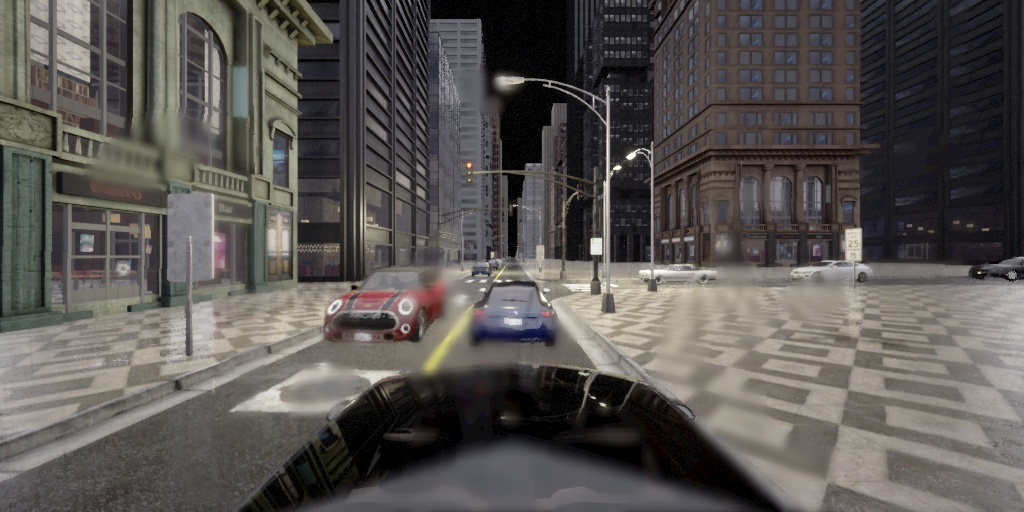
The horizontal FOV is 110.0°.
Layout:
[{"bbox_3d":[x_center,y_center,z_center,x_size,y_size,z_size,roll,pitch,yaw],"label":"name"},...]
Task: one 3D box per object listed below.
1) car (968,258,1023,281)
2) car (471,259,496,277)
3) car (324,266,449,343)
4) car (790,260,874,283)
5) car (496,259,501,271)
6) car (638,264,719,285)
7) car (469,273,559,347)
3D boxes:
[{"bbox_3d":[33.595,0.854,23.896,4.892,1.490,1.837,0,0,0],"label":"car"},{"bbox_3d":[-2.988,1.299,36.363,2.033,1.411,5.357,0,0,0],"label":"car"},{"bbox_3d":[-3.074,1.102,9.701,2.097,1.767,4.553,0,0,0],"label":"car"},{"bbox_3d":[21.306,1.009,23.941,4.674,1.442,1.812,-1,0,0],"label":"car"},{"bbox_3d":[-2.935,1.234,50.647,1.882,1.535,5.008,0,0,0],"label":"car"},{"bbox_3d":[10.970,1.205,23.969,4.718,1.301,1.895,-1,0,0],"label":"car"},{"bbox_3d":[0.063,1.314,9.312,1.994,1.385,4.181,0,0,1],"label":"car"}]
